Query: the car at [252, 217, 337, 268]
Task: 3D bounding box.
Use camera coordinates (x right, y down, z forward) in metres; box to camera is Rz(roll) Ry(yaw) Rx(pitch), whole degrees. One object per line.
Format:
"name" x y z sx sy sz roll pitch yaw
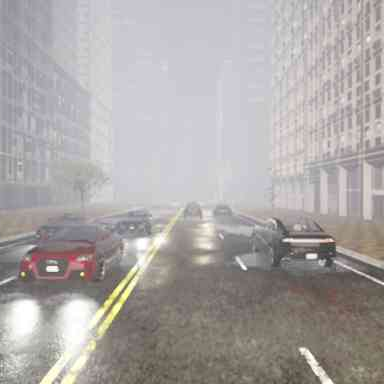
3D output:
"car" 3.349 1.614 11.729 2.128 1.511 4.902 0 -1 0

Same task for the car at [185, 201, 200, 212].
"car" 0.089 2.028 47.798 2.033 1.411 5.357 0 -1 0

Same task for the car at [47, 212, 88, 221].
"car" -6.504 1.781 17.568 1.994 1.385 4.181 0 -1 0

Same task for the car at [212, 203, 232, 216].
"car" 3.297 1.940 36.922 1.994 1.385 4.181 0 0 0

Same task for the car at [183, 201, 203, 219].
"car" 0.090 1.828 33.037 2.128 1.511 4.902 0 -1 0

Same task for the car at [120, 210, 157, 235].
"car" -3.255 1.769 19.957 1.994 1.385 4.181 0 -1 0

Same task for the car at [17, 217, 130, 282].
"car" -3.324 1.667 9.931 1.994 1.385 4.181 0 -1 0
